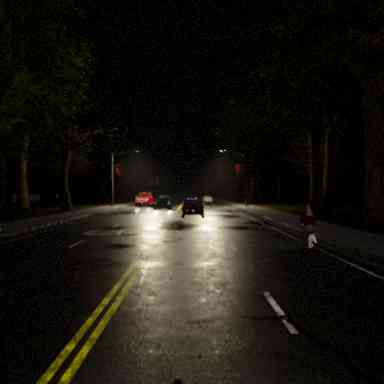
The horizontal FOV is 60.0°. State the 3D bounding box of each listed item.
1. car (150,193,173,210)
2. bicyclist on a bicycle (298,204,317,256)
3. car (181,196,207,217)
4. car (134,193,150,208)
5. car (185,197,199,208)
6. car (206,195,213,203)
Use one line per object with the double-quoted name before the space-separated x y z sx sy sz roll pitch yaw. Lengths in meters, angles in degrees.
"car" -3.395 1.236 39.547 2.097 1.767 4.553 0 0 0
"bicyclist on a bicycle" 4.137 1.323 12.034 0.659 1.776 1.843 0 0 0
"car" 0.080 1.379 29.575 1.882 1.535 5.008 0 0 0
"car" -6.667 1.102 46.990 2.150 2.045 5.566 0 0 0
"car" 0.010 1.478 47.747 1.895 1.301 4.718 0 0 0
"car" 3.125 1.402 65.906 1.812 1.442 4.674 0 0 -1
